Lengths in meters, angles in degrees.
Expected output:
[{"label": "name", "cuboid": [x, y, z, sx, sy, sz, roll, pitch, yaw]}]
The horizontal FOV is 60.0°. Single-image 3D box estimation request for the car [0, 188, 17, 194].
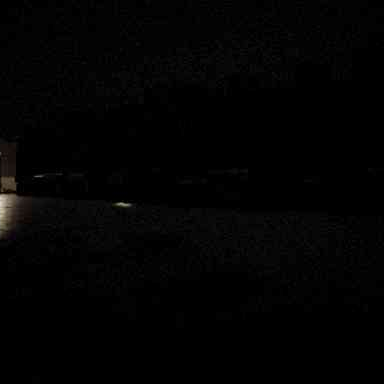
[{"label": "car", "cuboid": [-35.453, -0.107, 63.954, 1.947, 1.339, 4.313, 1, 1, 36]}]
